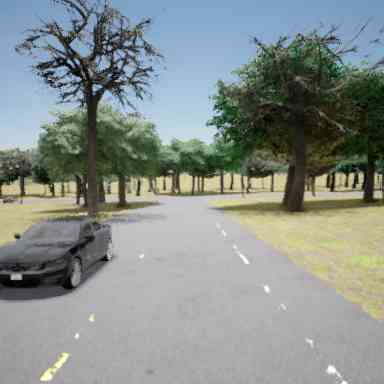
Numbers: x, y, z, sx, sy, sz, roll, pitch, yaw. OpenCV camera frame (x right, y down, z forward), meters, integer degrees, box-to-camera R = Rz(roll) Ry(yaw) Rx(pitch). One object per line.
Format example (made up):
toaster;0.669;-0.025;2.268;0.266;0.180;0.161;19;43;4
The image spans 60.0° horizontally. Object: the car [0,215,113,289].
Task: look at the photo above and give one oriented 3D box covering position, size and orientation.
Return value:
car;-3.602;1.469;9.314;1.882;1.535;5.008;0;0;0
